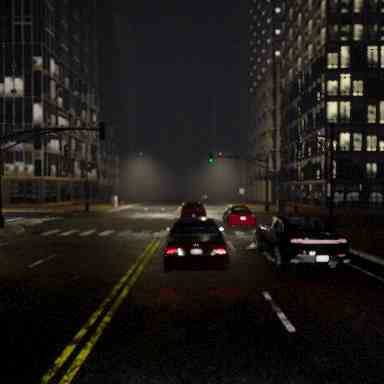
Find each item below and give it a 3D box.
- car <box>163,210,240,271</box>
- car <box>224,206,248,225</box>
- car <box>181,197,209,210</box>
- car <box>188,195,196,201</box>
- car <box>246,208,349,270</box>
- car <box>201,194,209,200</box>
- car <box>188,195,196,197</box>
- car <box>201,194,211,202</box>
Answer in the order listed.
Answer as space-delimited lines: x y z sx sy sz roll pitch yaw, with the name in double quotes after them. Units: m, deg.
0.102 1.544 10.850 2.033 1.411 5.357 0 0 0 "car"
3.353 1.660 23.842 1.994 1.385 4.181 1 1 0 "car"
0.113 1.496 26.529 1.882 1.535 5.008 1 1 0 "car"
-0.010 1.486 85.554 1.994 1.385 4.181 0 0 0 "car"
3.350 1.489 10.947 2.128 1.511 4.902 0 0 0 "car"
3.240 1.292 84.087 1.812 1.442 4.674 0 0 0 "car"
-0.009 1.543 75.464 1.895 1.301 4.718 0 0 0 "car"
3.242 1.537 74.115 1.895 1.301 4.718 0 0 0 "car"
